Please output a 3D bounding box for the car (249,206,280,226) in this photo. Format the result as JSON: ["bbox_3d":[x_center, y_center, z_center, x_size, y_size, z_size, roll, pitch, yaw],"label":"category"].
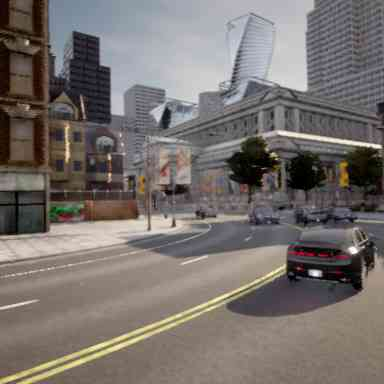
[{"bbox_3d":[6.585,2.086,30.622,2.097,1.767,4.553,-1,-2,0],"label":"car"}]

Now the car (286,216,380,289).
[{"bbox_3d":[4.270,1.705,9.910,1.837,1.490,4.892,-2,-2,34],"label":"car"}]

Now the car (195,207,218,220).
[{"bbox_3d":[1.796,2.669,42.230,1.837,1.490,4.892,0,-2,-15],"label":"car"}]

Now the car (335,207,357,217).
[{"bbox_3d":[13.849,2.161,31.875,2.033,1.411,5.357,-1,-2,0],"label":"car"}]

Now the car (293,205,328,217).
[{"bbox_3d":[15.565,2.438,43.975,2.002,1.452,4.674,-1,-2,-14],"label":"car"}]

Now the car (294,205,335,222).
[{"bbox_3d":[10.203,2.098,28.862,2.128,1.511,4.902,-1,-2,4],"label":"car"}]

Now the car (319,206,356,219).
[{"bbox_3d":[16.671,2.330,38.353,1.895,1.301,4.718,-1,-2,-4],"label":"car"}]
